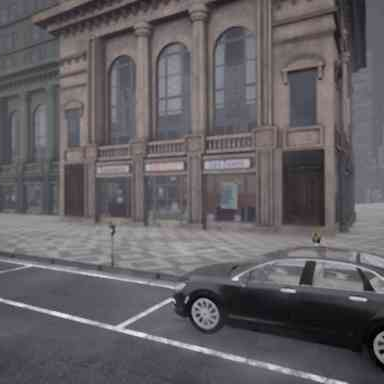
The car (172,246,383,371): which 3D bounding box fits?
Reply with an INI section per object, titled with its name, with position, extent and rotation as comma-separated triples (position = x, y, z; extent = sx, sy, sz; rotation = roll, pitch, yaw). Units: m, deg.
[car]
position = 1.756, 1.568, 5.348
extent = 4.403, 1.369, 2.008
rotation = 0, 0, 28
